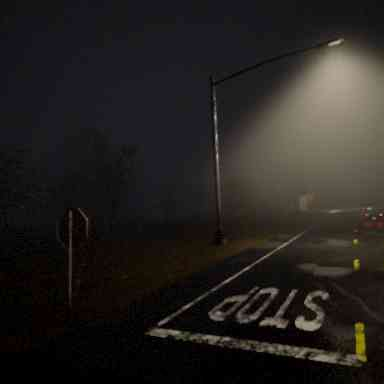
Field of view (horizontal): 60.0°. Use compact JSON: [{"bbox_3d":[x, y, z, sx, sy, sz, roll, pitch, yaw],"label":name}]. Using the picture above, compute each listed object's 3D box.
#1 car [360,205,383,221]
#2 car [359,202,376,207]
[{"bbox_3d":[19.717,2.473,36.295,1.895,1.301,4.718,-4,-3,26],"label":"car"},{"bbox_3d":[24.256,2.358,45.639,2.150,2.045,5.566,-4,-3,26],"label":"car"}]
